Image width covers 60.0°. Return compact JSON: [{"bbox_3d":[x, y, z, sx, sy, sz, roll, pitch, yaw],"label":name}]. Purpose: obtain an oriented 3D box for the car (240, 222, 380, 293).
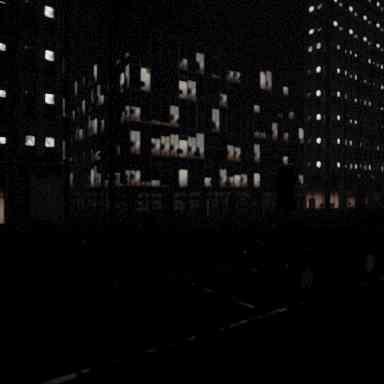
[{"bbox_3d":[3.249,1.538,8.874,4.507,1.381,1.887,0,0,-35],"label":"car"}]
